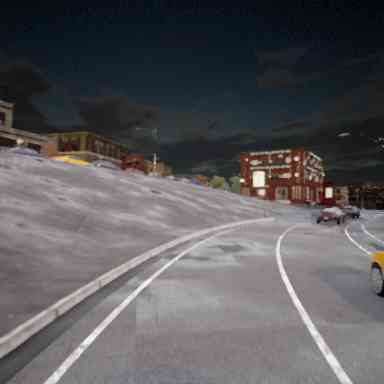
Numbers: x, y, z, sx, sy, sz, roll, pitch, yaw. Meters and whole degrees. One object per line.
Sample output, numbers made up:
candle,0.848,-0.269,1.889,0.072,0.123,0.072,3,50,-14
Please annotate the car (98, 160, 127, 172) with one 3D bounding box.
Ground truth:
car,-10.969,-3.061,42.568,2.185,1.767,4.553,-1,-4,28

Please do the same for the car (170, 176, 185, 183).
car,-3.752,-1.978,57.552,2.231,1.521,4.892,0,-3,24

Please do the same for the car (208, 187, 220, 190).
car,4.378,-0.437,78.244,2.002,1.452,4.674,0,-4,19

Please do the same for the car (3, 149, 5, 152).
car,-19.120,-3.873,28.108,2.231,1.521,4.892,-1,-3,32

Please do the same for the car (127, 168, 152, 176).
car,-8.390,-2.579,47.662,2.163,1.488,4.792,-1,-4,27

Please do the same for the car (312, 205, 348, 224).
car,12.114,2.001,29.019,1.812,1.442,4.674,-1,-2,32

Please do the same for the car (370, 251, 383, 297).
car,4.863,1.569,5.764,1.882,1.535,5.008,1,0,7

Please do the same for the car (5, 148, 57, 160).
car,-16.297,-3.525,32.872,2.002,1.452,4.674,-1,-4,31

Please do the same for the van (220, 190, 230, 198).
van,9.401,0.665,94.188,1.878,1.987,4.442,0,-5,16

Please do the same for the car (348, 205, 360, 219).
car,18.576,2.332,39.362,2.128,1.511,4.902,-1,-2,33

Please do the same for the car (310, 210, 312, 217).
car,16.651,2.559,42.861,1.895,1.301,4.718,-1,-3,33

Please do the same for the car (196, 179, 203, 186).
car,0.584,-1.518,67.922,2.435,2.045,5.566,0,-4,22

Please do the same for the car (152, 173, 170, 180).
car,-5.997,-2.252,52.625,2.002,1.452,4.674,0,-3,26

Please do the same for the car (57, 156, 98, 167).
car,-13.576,-3.251,37.700,2.097,1.535,5.008,-1,-4,29

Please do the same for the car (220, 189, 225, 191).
car,6.135,-0.007,83.483,2.002,1.452,4.674,0,-5,18

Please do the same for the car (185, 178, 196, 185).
car,-1.532,-1.759,62.730,2.185,1.767,4.553,0,-4,23

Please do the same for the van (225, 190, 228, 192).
van,7.858,0.191,88.889,1.878,1.987,4.442,0,-5,18
